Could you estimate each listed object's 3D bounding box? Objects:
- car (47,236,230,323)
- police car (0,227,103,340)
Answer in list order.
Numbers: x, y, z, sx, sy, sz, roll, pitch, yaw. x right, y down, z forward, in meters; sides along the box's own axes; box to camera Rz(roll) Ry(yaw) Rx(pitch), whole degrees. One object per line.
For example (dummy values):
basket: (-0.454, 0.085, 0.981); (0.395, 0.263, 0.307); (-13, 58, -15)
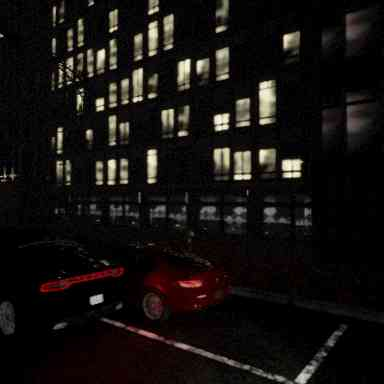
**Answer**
car: (-1.172, 1.769, 7.412); (4.206, 1.307, 1.802); (-1, -2, 37)
police car: (-3.640, 1.591, 7.024); (5.238, 1.638, 1.930); (-1, -2, 37)
